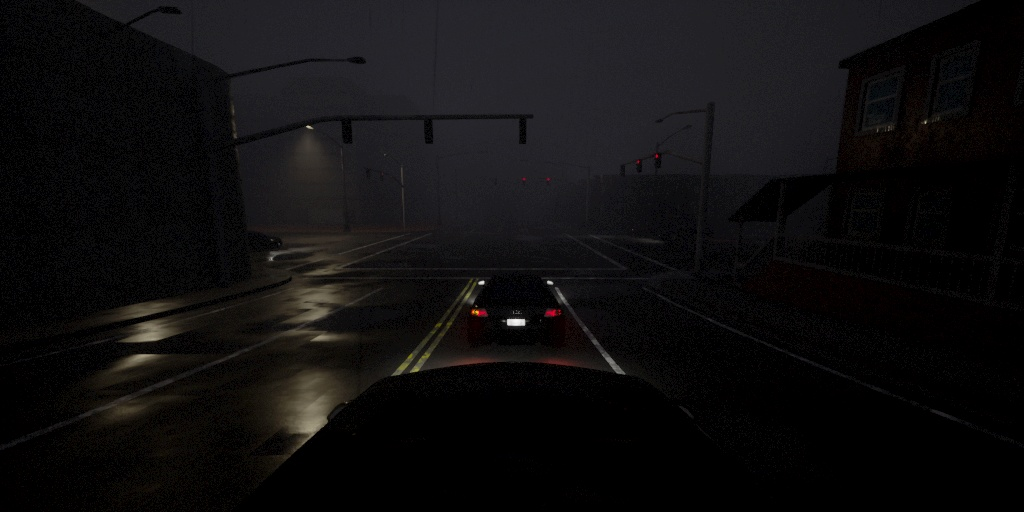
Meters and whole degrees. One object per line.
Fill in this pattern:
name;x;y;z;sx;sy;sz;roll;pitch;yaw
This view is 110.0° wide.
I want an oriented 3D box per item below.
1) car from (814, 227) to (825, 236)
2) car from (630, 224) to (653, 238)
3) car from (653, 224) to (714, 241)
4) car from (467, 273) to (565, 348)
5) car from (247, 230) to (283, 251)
car;34.079;-2.668;37.244;4.181;1.385;1.994;0;8;1
car;14.956;-2.645;37.396;4.718;1.301;1.895;0;8;1
car;16.396;-2.227;33.897;4.892;1.490;1.837;0;8;0
car;0.093;1.090;8.707;1.994;1.385;4.181;0;3;0
car;-19.953;-1.196;26.990;4.892;1.490;1.837;2;8;0
